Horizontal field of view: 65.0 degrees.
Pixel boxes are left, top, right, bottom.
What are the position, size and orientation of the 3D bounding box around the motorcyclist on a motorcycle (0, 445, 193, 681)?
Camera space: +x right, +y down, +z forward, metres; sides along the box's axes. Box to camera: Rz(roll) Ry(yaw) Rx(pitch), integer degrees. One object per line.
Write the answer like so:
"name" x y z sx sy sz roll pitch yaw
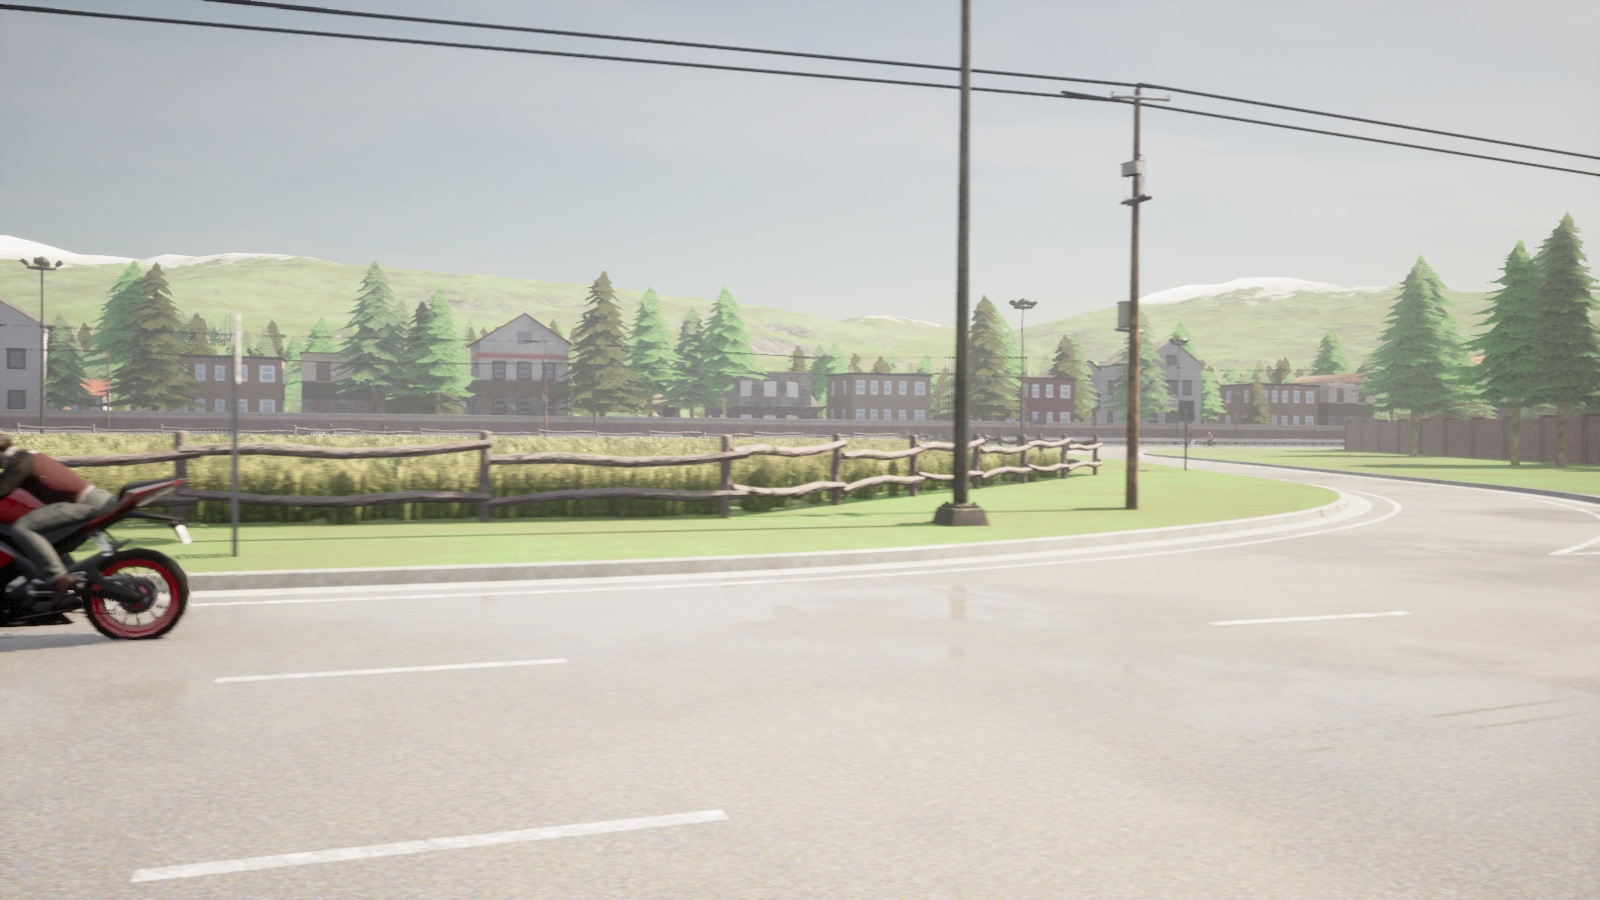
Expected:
"motorcyclist on a motorcycle" -5.453 0.753 8.657 2.191 1.530 0.866 -1 1 -21
